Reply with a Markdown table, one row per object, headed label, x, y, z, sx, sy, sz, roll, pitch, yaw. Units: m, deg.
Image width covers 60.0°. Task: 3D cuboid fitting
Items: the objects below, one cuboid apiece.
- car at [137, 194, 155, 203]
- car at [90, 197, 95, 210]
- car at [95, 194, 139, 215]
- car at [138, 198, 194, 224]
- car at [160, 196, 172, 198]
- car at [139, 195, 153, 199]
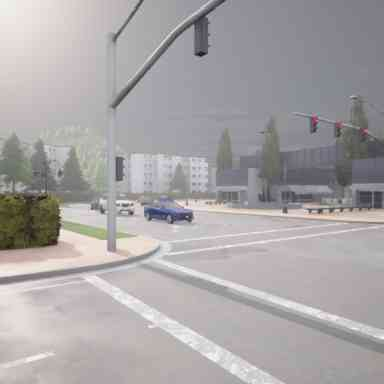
| label | x | y | z | sx | sy | sz | roll | pitch | yaw |
| --- | --- | --- | --- | --- | --- | --- | --- | --- | --- |
| car | -9.346 | 1.352 | 68.092 | 2.097 | 1.767 | 4.553 | 0 | 0 | 15 |
| car | -11.973 | 1.352 | 42.899 | 2.097 | 1.767 | 4.553 | 0 | 0 | -17 |
| car | -7.659 | 1.221 | 33.513 | 2.150 | 2.045 | 5.566 | 0 | 0 | -32 |
| car | -1.850 | 1.478 | 25.334 | 1.882 | 1.535 | 5.008 | 0 | 0 | -37 |
| car | -5.332 | 1.477 | 69.565 | 1.882 | 1.535 | 5.008 | 0 | 0 | 20 |
| car | -7.348 | 1.547 | 55.316 | 2.033 | 1.411 | 5.357 | 0 | 0 | -2 |
